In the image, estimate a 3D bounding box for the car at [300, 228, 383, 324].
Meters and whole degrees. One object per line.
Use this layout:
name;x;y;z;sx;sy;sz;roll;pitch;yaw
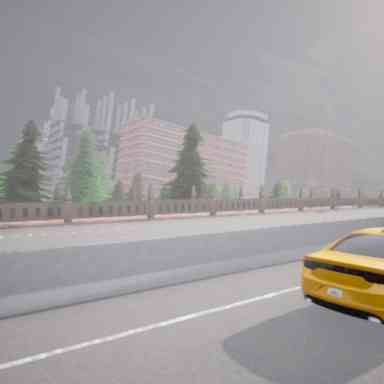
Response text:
car;4.338;1.478;6.846;5.008;1.535;1.882;0;0;-36
